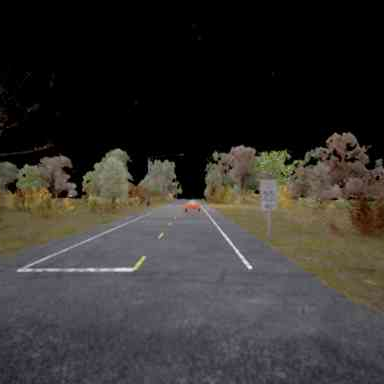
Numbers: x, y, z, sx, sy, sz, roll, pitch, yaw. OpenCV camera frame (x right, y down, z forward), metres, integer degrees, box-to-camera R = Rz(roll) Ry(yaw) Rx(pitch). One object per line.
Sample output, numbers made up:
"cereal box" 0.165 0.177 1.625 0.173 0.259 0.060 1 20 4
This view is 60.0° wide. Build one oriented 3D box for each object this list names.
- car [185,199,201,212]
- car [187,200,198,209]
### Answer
"car" 0.094 1.753 45.997 2.097 1.767 4.553 0 -1 0
"car" 0.117 2.027 56.028 1.812 1.442 4.674 0 -1 0
